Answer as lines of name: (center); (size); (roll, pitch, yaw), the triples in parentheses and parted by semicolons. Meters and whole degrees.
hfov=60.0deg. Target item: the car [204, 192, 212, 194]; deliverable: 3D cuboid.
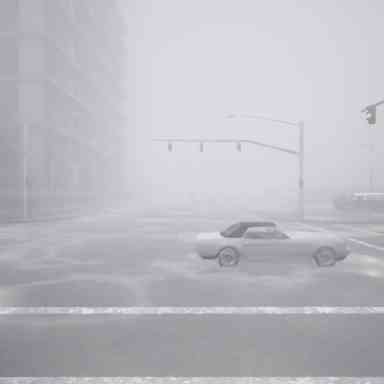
car: (3.619, 1.084, 73.898); (2.150, 2.045, 5.566); (0, 0, 0)

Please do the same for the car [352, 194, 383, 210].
car: (25.250, 1.449, 46.673); (3.806, 1.475, 1.970); (0, 0, 1)

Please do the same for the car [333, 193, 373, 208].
car: (25.273, 1.207, 52.251); (4.605, 1.855, 1.932); (0, 0, 1)

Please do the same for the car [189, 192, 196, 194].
car: (0.119, 1.084, 73.919); (2.150, 2.045, 5.566); (0, 0, 0)

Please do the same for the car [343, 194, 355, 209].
car: (25.288, 1.417, 49.568); (3.905, 1.438, 1.784); (0, 0, 1)

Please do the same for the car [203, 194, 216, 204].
car: (3.559, 1.523, 63.863); (1.812, 1.442, 4.674); (0, 0, 0)

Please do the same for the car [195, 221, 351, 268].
car: (2.450, 1.628, 10.754); (4.718, 1.301, 1.895); (0, 0, 1)

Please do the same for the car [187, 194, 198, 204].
car: (0.057, 1.545, 63.467); (2.033, 1.411, 5.357); (0, 0, 0)
